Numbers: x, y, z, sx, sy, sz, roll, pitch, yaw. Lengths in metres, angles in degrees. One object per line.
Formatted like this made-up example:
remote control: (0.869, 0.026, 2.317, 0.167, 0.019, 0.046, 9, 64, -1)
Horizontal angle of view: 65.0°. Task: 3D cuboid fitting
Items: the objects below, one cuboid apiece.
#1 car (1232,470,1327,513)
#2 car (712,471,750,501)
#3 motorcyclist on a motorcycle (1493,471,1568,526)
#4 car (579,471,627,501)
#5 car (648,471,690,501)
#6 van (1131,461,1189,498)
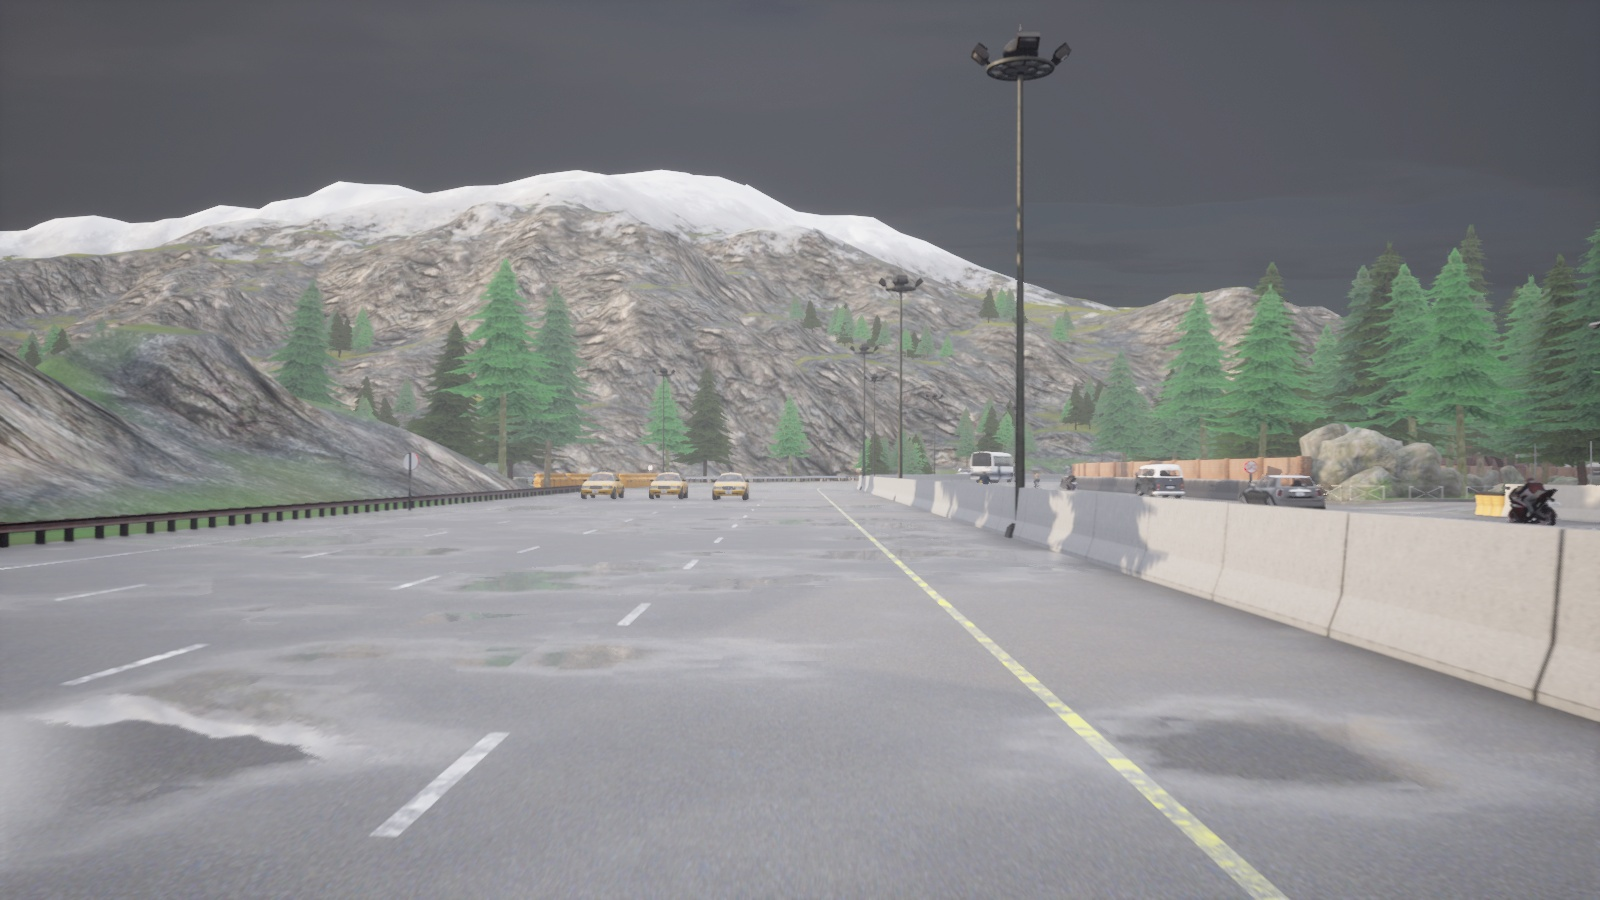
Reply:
car: (17.389, 1.476, 45.742, 1.970, 1.475, 3.806, 0, -1, 0)
car: (-3.664, 1.897, 67.448, 1.801, 1.575, 5.366, 0, -1, 0)
motorcyclist on a motorcycle: (20.913, 1.369, 36.004, 0.866, 1.530, 2.191, 0, -1, 0)
car: (-10.666, 1.940, 68.337, 1.801, 1.575, 5.366, 0, -1, 0)
car: (-7.168, 1.939, 69.103, 1.801, 1.575, 5.366, 0, -1, 0)
van: (20.818, 1.681, 72.887, 2.069, 2.038, 4.480, 0, 0, 0)
